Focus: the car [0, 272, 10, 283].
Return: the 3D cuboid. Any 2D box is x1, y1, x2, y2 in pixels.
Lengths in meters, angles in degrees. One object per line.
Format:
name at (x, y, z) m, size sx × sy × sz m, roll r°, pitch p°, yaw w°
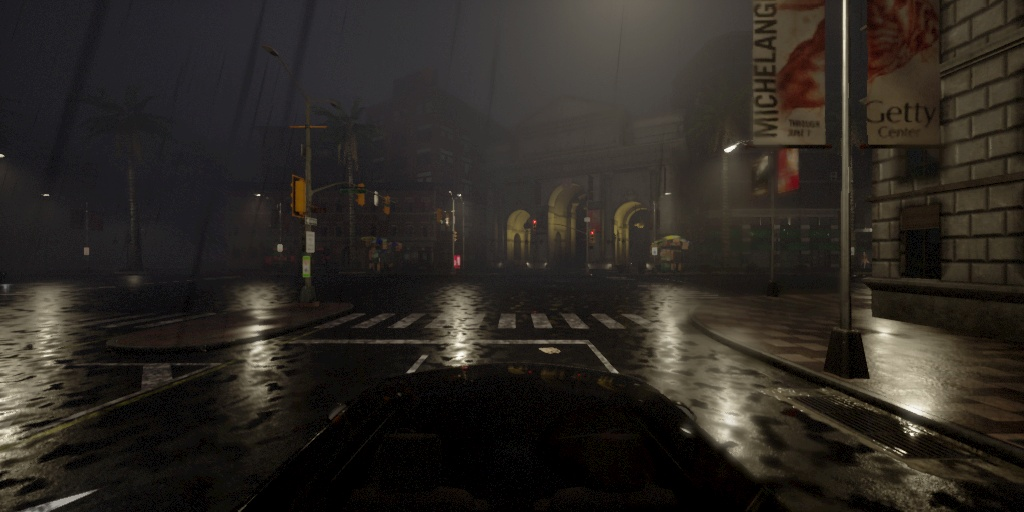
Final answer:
car at (-38.891, 1.351, 25.283) m, size 4.718 × 1.301 × 1.895 m, roll 0°, pitch 0°, yaw 0°
